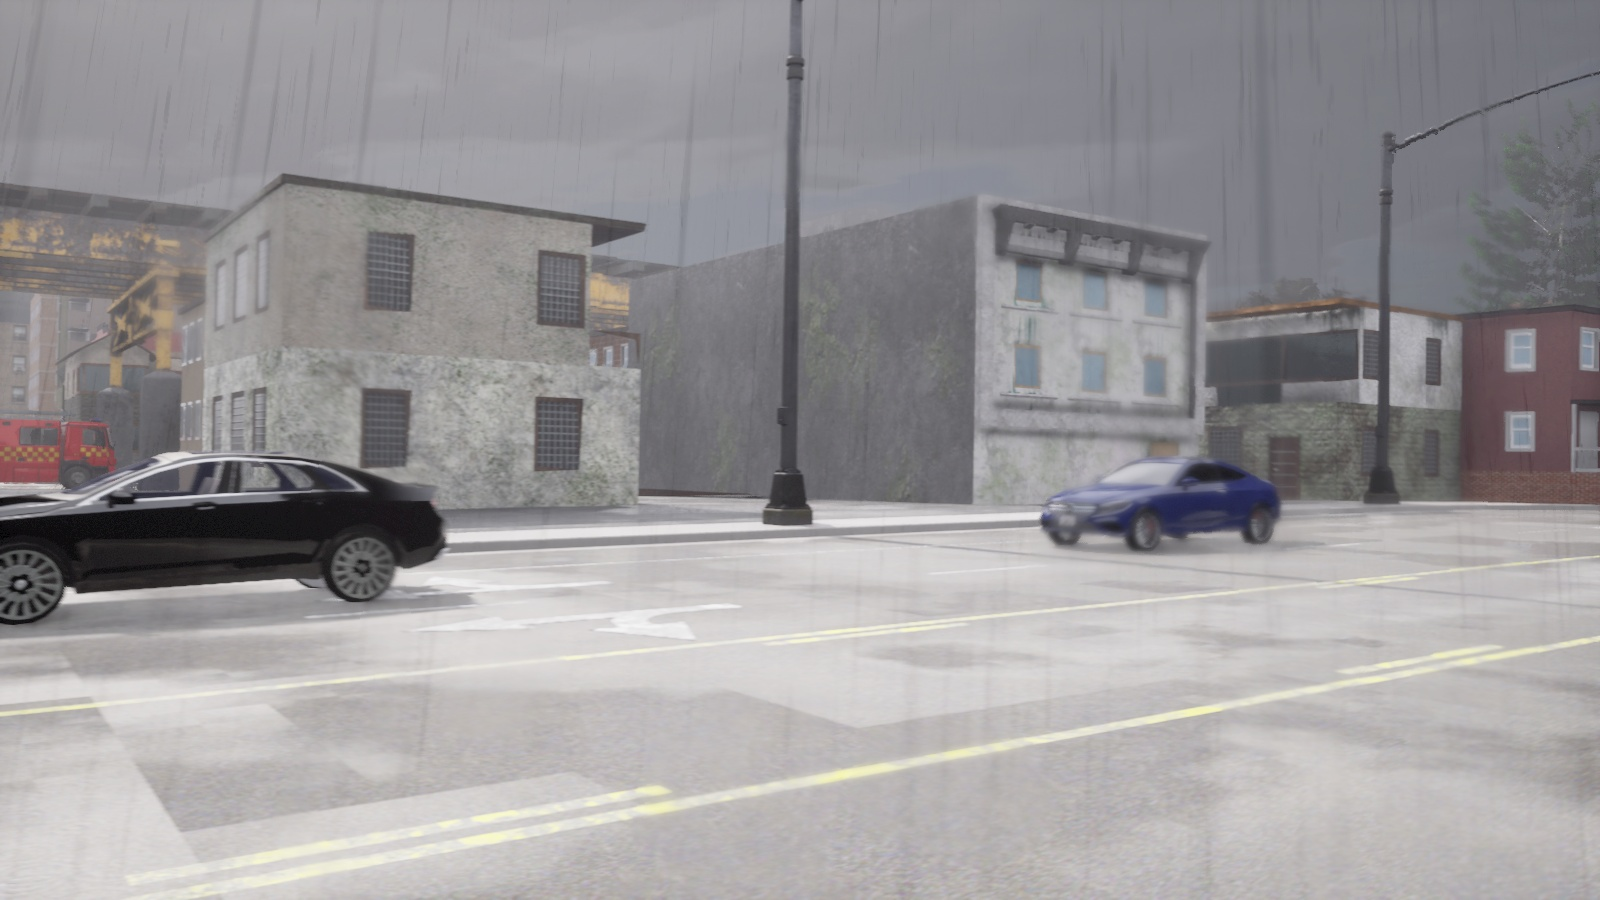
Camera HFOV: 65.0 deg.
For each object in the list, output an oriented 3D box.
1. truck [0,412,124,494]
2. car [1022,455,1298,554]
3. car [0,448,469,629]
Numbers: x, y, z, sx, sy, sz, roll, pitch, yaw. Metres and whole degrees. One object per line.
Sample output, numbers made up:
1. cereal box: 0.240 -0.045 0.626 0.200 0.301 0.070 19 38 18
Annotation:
1. truck: -37.502 0.167 60.400 8.468 3.827 2.891 1 -1 -35
2. car: 5.974 0.812 20.613 4.674 1.442 1.812 0 0 -35
3. car: -6.000 0.744 12.276 4.902 1.511 2.128 0 0 -35
